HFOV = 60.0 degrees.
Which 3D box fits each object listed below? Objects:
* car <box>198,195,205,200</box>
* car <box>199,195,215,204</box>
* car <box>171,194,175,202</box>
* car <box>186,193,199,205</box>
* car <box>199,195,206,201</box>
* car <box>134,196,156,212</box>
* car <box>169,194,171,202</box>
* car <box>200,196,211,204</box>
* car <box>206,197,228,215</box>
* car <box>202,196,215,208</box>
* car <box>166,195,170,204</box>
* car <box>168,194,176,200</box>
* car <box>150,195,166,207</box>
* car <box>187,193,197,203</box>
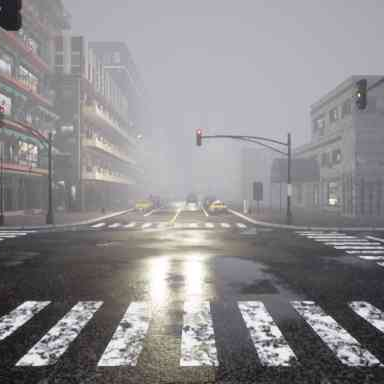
[{"bbox_3d":[2.683,1.670,94.801,2.008,1.369,4.403,0,0,0],"label":"car"},{"bbox_3d":[2.689,1.351,50.488,2.192,1.841,5.009,0,0,0],"label":"car"},{"bbox_3d":[-5.695,1.628,78.183,1.887,1.381,4.507,0,0,0],"label":"car"},{"bbox_3d":[-0.005,1.403,60.646,2.097,1.767,4.553,0,0,0],"label":"car"},{"bbox_3d":[2.684,1.632,89.432,1.752,1.417,4.829,0,0,0],"label":"car"},{"bbox_3d":[-5.692,1.549,39.237,1.752,1.417,4.829,0,0,0],"label":"car"},{"bbox_3d":[-5.694,1.587,66.933,1.752,1.417,4.829,0,0,0],"label":"car"},{"bbox_3d":[2.687,1.612,67.105,2.008,1.369,4.403,0,0,0],"label":"car"},{"bbox_3d":[2.690,1.544,34.040,1.752,1.417,4.829,0,0,0],"label":"car"},{"bbox_3d":[2.689,1.611,44.948,1.802,1.307,4.206,0,0,0],"label":"car"},{"bbox_3d":[-5.694,1.603,61.564,2.008,1.369,4.403,0,0,0],"label":"car"},{"bbox_3d":[-5.696,1.434,94.801,2.192,1.841,5.009,0,0,0],"label":"car"},{"bbox_3d":[-5.691,1.351,50.486,2.192,1.841,5.009,0,0,0],"label":"car"},{"bbox_3d":[-0.006,1.182,70.709,2.150,2.045,5.566,0,0,0],"label":"car"}]
